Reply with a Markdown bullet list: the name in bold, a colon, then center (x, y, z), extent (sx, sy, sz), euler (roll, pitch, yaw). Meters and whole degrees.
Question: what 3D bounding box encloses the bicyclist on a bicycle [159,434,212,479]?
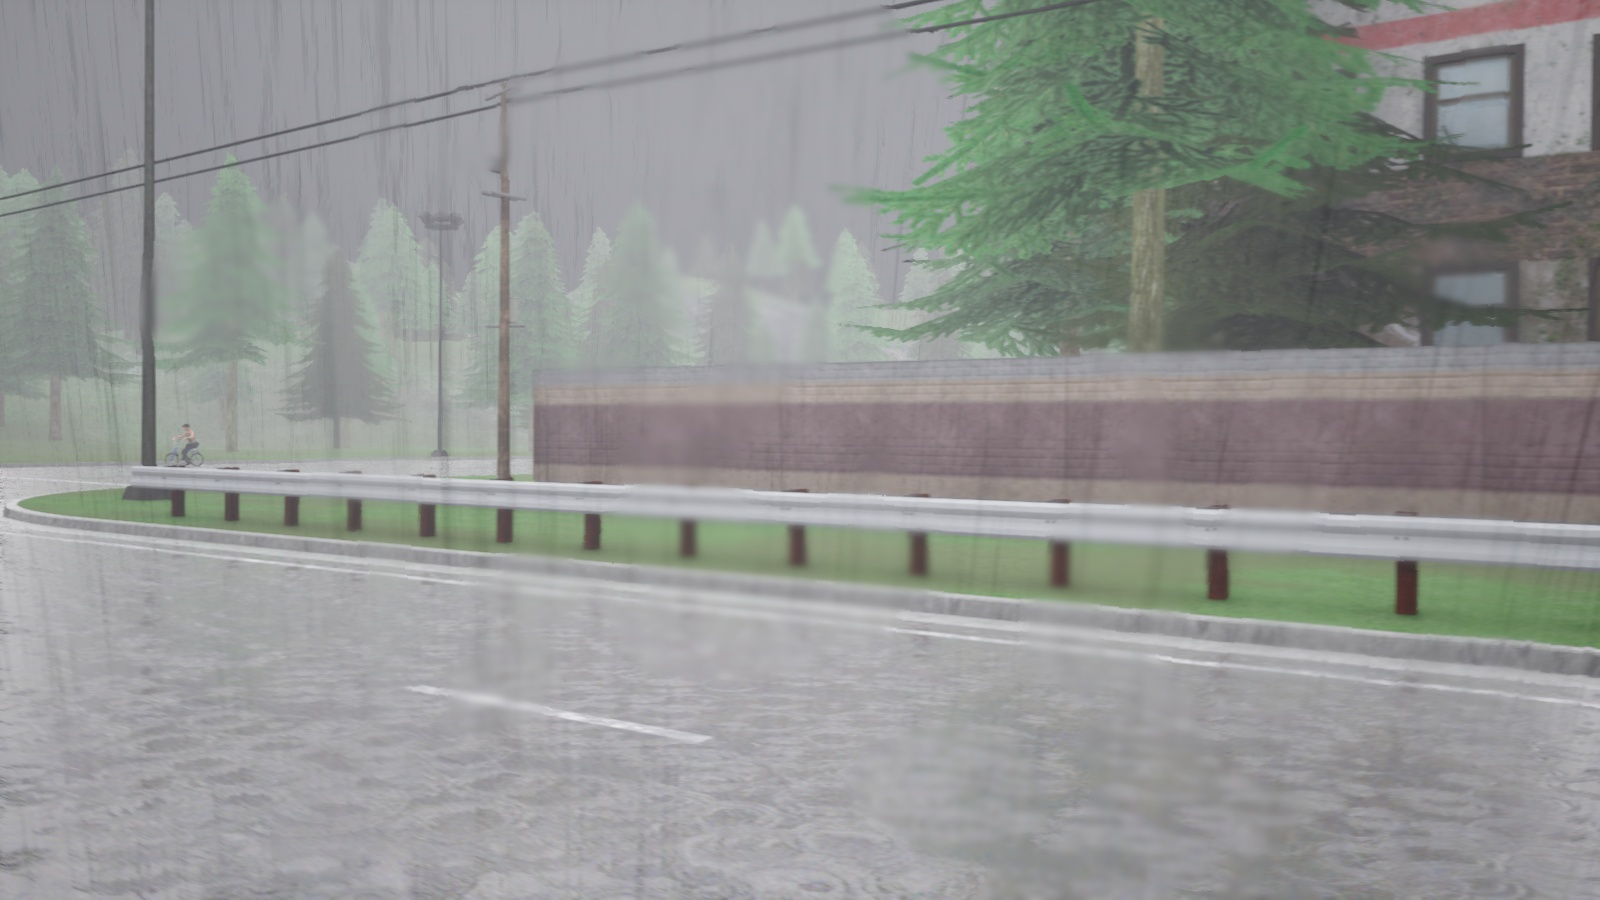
- **bicyclist on a bicycle**: center (-22.753, 0.239, 46.514), extent (0.866, 1.612, 1.509), euler (0, 1, 34)
